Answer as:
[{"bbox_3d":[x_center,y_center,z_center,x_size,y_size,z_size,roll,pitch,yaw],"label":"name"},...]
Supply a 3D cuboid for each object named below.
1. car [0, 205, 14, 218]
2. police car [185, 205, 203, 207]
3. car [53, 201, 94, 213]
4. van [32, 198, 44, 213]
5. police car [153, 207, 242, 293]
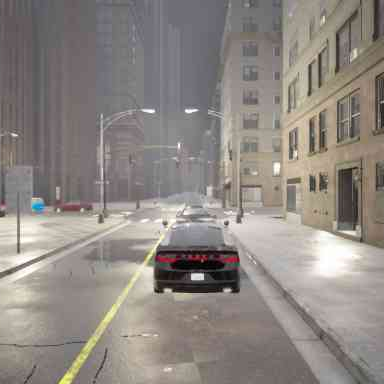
[{"bbox_3d":[-19.599,1.524,30.659,5.009,1.841,2.192,-1,0,0],"label":"car"},{"bbox_3d":[0.128,1.510,18.581,2.038,1.542,4.974,0,0,0],"label":"police car"},{"bbox_3d":[-13.941,1.727,39.160,4.507,1.381,1.887,-1,0,0],"label":"car"},{"bbox_3d":[-19.568,1.591,39.185,3.998,1.788,1.690,-1,0,0],"label":"van"},{"bbox_3d":[0.111,1.427,8.977,1.930,1.638,5.238,0,0,0],"label":"police car"}]
